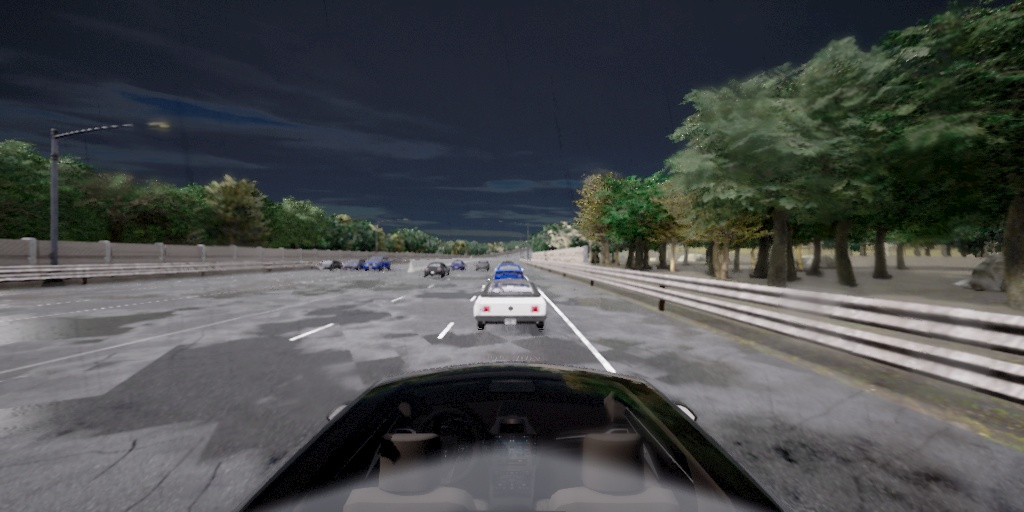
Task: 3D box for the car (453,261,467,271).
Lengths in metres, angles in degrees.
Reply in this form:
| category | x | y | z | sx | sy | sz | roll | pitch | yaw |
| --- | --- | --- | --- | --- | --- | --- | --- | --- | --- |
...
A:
| category | x | y | z | sx | sy | sz | roll | pitch | yaw |
| --- | --- | --- | --- | --- | --- | --- | --- | --- | --- |
| car | -7.659 | 1.376 | 51.250 | 1.812 | 1.442 | 4.674 | 0 | 0 | -1 |

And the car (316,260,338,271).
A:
| category | x | y | z | sx | sy | sz | roll | pitch | yaw |
| --- | --- | --- | --- | --- | --- | --- | --- | --- | --- |
| car | -25.317 | 1.283 | 49.816 | 1.812 | 1.442 | 4.674 | 0 | 2 | -1 |

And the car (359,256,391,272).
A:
| category | x | y | z | sx | sy | sz | roll | pitch | yaw |
| --- | --- | --- | --- | --- | --- | --- | --- | --- | --- |
| car | -18.285 | 1.053 | 48.917 | 2.150 | 2.045 | 5.566 | 0 | 0 | -1 |

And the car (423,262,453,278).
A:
| category | x | y | z | sx | sy | sz | roll | pitch | yaw |
| --- | --- | --- | --- | --- | --- | --- | --- | --- | --- |
| car | -7.281 | 1.336 | 34.959 | 1.812 | 1.442 | 4.674 | 0 | 0 | -1 |

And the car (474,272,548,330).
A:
| category | x | y | z | sx | sy | sz | roll | pitch | yaw |
| --- | --- | --- | --- | --- | --- | --- | --- | --- | --- |
| car | -0.046 | 1.365 | 11.217 | 1.895 | 1.301 | 4.718 | 0 | 0 | 0 |

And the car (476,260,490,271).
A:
| category | x | y | z | sx | sy | sz | roll | pitch | yaw |
| --- | --- | --- | --- | --- | --- | --- | --- | --- | --- |
| car | -4.194 | 1.348 | 52.750 | 2.128 | 1.511 | 4.902 | 0 | 0 | -1 |

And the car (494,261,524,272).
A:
| category | x | y | z | sx | sy | sz | roll | pitch | yaw |
| --- | --- | --- | --- | --- | --- | --- | --- | --- | --- |
| car | -0.194 | 1.270 | 24.465 | 1.882 | 1.535 | 5.008 | 0 | 0 | -1 |

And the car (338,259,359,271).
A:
| category | x | y | z | sx | sy | sz | roll | pitch | yaw |
| --- | --- | --- | --- | --- | --- | --- | --- | --- | --- |
| car | -21.805 | 1.184 | 49.966 | 2.097 | 1.767 | 4.553 | 0 | 0 | -1 |
